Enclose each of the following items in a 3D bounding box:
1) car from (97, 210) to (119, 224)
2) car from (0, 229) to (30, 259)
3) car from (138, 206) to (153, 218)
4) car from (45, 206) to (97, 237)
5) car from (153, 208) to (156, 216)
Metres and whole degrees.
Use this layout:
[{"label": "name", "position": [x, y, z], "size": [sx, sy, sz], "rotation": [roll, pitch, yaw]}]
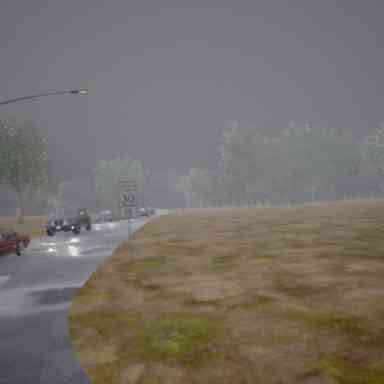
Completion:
[{"label": "car", "position": [-9.880, 2.850, 38.727], "size": [1.812, 1.442, 4.674], "rotation": [-4, -1, -1]}, {"label": "car", "position": [-8.421, 2.229, 13.492], "size": [1.895, 1.301, 4.718], "rotation": [-4, -1, -5]}, {"label": "car", "position": [-6.927, 2.874, 46.105], "size": [1.812, 1.442, 4.674], "rotation": [-4, -2, 0]}, {"label": "car", "position": [-9.366, 2.162, 25.624], "size": [2.150, 2.045, 5.566], "rotation": [-4, -1, -3]}, {"label": "car", "position": [-7.060, 3.158, 54.608], "size": [1.837, 1.490, 4.892], "rotation": [-4, -2, -1]}]
